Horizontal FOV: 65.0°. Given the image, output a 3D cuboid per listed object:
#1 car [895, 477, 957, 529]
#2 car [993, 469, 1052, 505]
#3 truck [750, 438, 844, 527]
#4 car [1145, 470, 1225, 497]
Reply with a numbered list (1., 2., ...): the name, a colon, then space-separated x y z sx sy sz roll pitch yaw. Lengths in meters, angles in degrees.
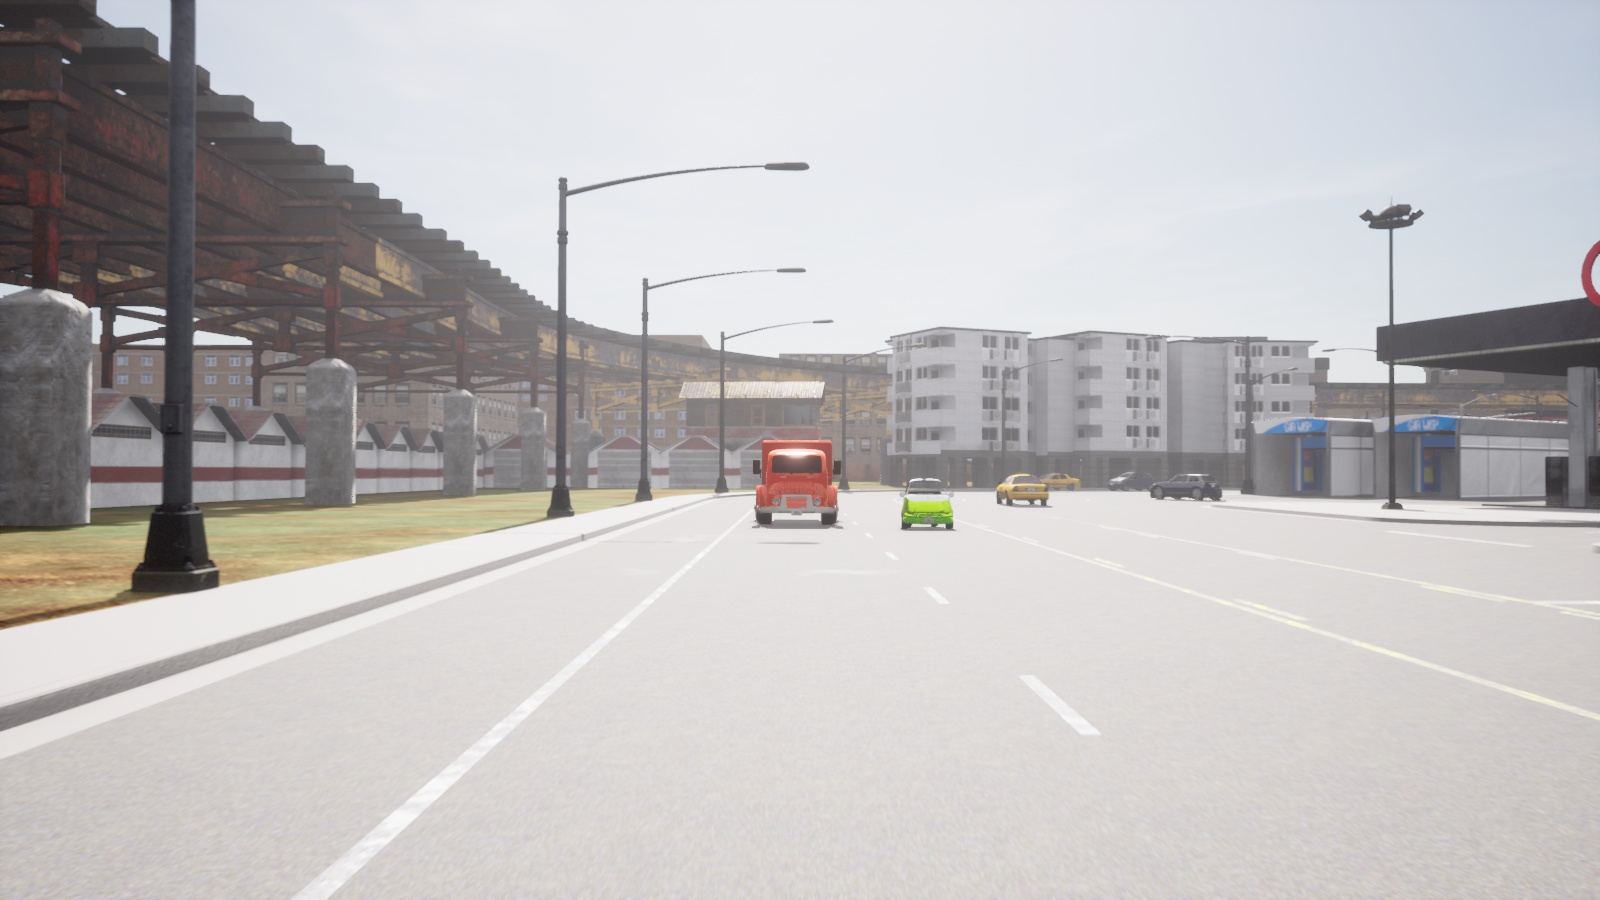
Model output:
1. car: 3.419 1.431 34.331 1.481 1.376 2.207 0 -1 0
2. car: 10.361 1.696 58.752 1.801 1.575 5.366 0 -1 0
3. truck: -0.091 0.959 37.697 2.627 2.467 5.204 0 -1 0
4. car: 21.552 1.872 70.382 1.970 1.475 3.806 1 -1 -37
